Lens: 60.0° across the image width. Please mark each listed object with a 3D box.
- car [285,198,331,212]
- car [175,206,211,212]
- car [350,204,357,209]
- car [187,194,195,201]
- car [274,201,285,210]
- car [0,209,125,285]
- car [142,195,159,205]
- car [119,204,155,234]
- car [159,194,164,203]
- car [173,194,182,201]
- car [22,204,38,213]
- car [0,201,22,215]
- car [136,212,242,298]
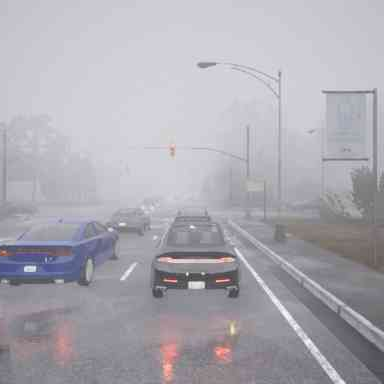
[{"bbox_3d":[13.570,1.526,38.143,4.674,1.442,1.812,0,0,3],"label":"car"},{"bbox_3d":[0.038,1.478,18.004,1.882,1.535,5.008,0,0,0],"label":"car"},{"bbox_3d":[22.647,1.542,41.170,5.357,1.411,2.033,0,0,3],"label":"car"},{"bbox_3d":[-0.302,1.518,85.713,2.128,1.511,4.902,0,0,0],"label":"car"},{"bbox_3d":[12.852,1.491,41.701,4.902,1.511,2.128,0,0,3],"label":"car"},{"bbox_3d":[-3.432,1.478,9.513,1.882,1.535,5.008,0,0,0],"label":"car"},{"bbox_3d":[-7.278,1.505,56.623,1.837,1.490,4.892,0,0,0],"label":"car"},{"bbox_3d":[-3.463,1.564,18.504,1.994,1.385,4.181,0,0,0],"label":"car"},{"bbox_3d":[-7.261,1.505,65.991,1.837,1.490,4.892,0,0,0],"label":"car"},{"bbox_3d":[-3.800,1.471,85.318,1.882,1.535,5.008,0,0,0],"label":"car"},{"bbox_3d":[-19.383,1.601,36.189,4.718,1.301,1.895,0,0,3],"label":"car"},{"bbox_3d":[-19.401,1.564,32.476,4.181,1.385,1.994,0,0,6],"label":"car"},{"bbox_3d":[0.073,1.492,8.508,2.128,1.511,4.902,0,0,0],"label":"car"}]
